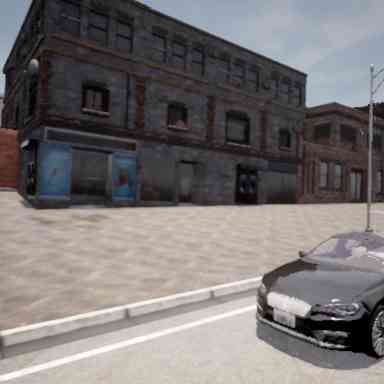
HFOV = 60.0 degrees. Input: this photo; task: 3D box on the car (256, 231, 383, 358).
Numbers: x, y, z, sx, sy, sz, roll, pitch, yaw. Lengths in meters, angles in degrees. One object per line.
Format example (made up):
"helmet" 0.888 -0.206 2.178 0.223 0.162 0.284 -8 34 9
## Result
"car" 3.287 1.531 6.133 4.902 1.511 2.128 0 0 -36
